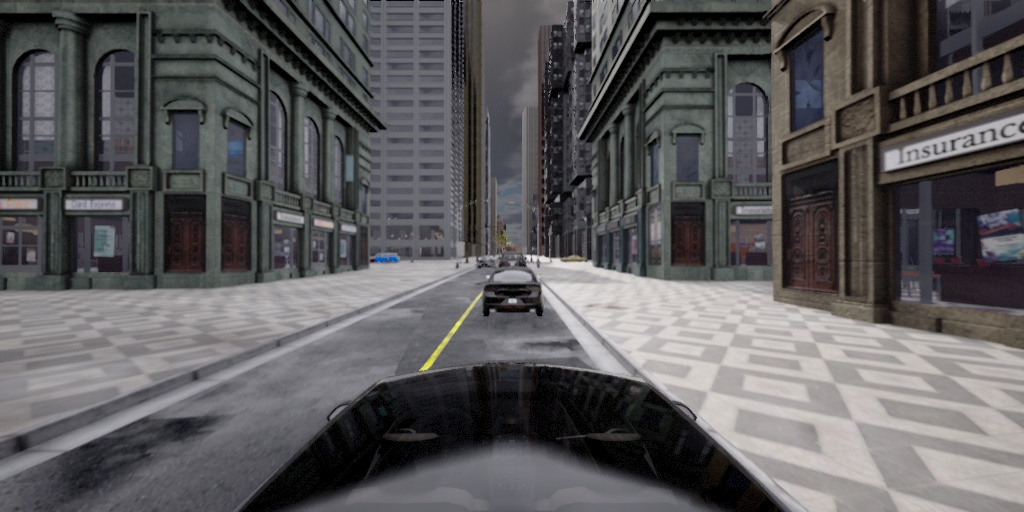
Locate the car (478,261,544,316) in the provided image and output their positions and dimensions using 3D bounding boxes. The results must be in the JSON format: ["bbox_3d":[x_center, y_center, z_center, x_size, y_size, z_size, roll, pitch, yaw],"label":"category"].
[{"bbox_3d":[0.047,1.108,12.754,1.882,1.535,5.008,0,1,1],"label":"car"}]

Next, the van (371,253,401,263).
[{"bbox_3d":[-20.758,0.424,59.855,3.998,1.789,1.690,0,0,0],"label":"van"}]

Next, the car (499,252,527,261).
[{"bbox_3d":[0.060,0.660,29.753,2.150,2.045,5.566,0,1,1],"label":"car"}]

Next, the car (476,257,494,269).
[{"bbox_3d":[-3.078,0.851,42.677,1.994,1.385,4.181,0,1,0],"label":"car"}]
